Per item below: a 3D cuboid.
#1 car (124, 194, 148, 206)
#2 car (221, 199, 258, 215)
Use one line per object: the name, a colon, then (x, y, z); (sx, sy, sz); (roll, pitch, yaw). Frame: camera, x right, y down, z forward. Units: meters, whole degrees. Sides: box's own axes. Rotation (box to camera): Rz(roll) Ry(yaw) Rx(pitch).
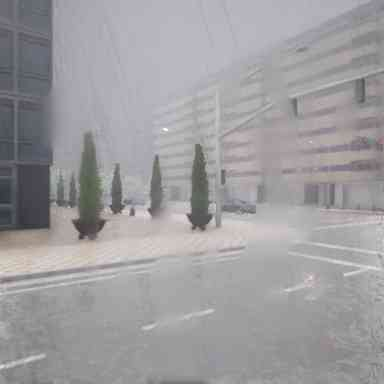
car: (-8.832, 1.416, 51.405); (2.128, 1.511, 4.902); (0, 0, -35)
car: (4.348, 1.431, 32.671); (1.837, 1.490, 4.892); (0, 0, -35)
